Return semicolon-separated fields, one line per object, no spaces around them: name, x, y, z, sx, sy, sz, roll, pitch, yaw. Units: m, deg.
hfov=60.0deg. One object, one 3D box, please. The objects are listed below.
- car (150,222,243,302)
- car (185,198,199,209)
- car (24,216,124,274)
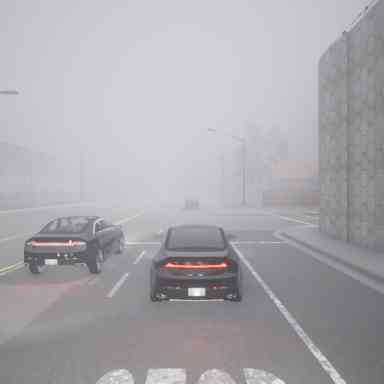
car;0.078;1.505;8.252;1.837;1.490;4.892;0;0;0
car;-0.026;1.491;44.233;2.128;1.511;4.902;0;0;0
car;-3.430;1.492;10.520;2.128;1.511;4.902;0;0;0
